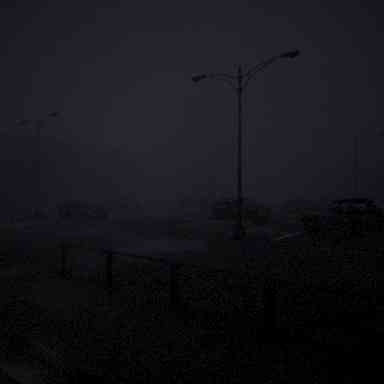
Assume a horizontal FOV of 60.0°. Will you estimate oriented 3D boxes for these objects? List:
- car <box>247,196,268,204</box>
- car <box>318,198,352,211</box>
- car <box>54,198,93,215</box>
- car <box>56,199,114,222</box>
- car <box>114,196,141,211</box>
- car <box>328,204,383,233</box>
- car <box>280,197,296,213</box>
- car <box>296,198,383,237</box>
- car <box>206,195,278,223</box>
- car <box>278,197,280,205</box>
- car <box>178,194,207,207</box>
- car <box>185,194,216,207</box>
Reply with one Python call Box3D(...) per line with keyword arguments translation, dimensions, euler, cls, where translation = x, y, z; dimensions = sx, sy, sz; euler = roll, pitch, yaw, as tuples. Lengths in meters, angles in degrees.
Box3D(translation=(12.808, 1.539, 65.394), dimensions=(3.633, 1.501, 1.845), euler=(0, 0, 38), cls="car")
Box3D(translation=(18.102, 1.507, 42.260), dimensions=(3.633, 1.501, 1.845), euler=(0, 0, 38), cls="car")
Box3D(translation=(-11.774, 1.387, 32.949), dimensions=(3.806, 1.475, 1.970), euler=(0, 0, 38), cls="car")
Box3D(translation=(-8.473, 1.462, 25.724), dimensions=(4.514, 1.523, 2.007), euler=(0, 0, 38), cls="car")
Box3D(translation=(-8.078, 1.310, 38.206), dimensions=(5.027, 1.636, 2.152), euler=(0, 0, 38), cls="car")
Box3D(translation=(10.395, 1.553, 19.842), dimensions=(3.806, 1.475, 1.970), euler=(0, 0, 38), cls="car")
Box3D(translation=(11.918, 1.483, 34.411), dimensions=(4.514, 1.523, 2.007), euler=(0, 0, 38), cls="car")
Box3D(translation=(7.867, 1.267, 17.598), dimensions=(3.866, 1.878, 1.905), euler=(0, 0, 38), cls="car")
Box3D(translation=(3.690, 1.278, 25.032), dimensions=(4.605, 1.855, 1.932), euler=(0, 0, 38), cls="car")
Box3D(translation=(16.822, 1.560, 58.478), dimensions=(3.806, 1.475, 1.970), euler=(0, 0, 38), cls="car")
Box3D(translation=(-0.203, 1.237, 48.289), dimensions=(3.866, 1.878, 1.905), euler=(0, 0, 38), cls="car")
Box3D(translation=(1.261, 1.258, 50.833), dimensions=(4.605, 1.855, 1.932), euler=(0, 0, 38), cls="car")
